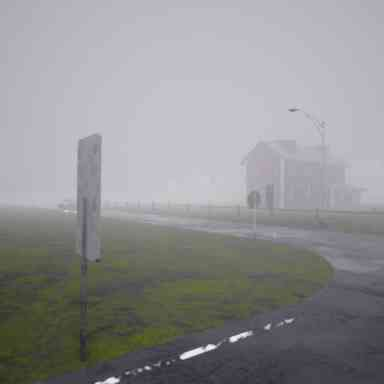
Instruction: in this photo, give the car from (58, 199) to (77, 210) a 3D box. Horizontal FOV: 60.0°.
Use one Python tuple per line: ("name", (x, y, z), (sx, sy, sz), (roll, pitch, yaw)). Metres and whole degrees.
("car", (-18.623, 1.796, 49.992), (2.097, 1.767, 4.553), (1, -1, -36))
